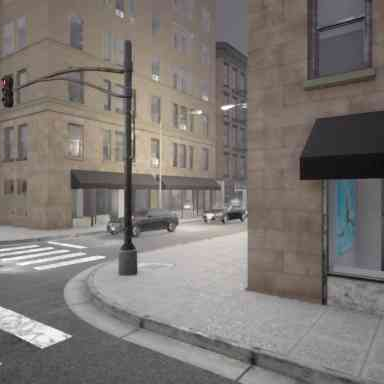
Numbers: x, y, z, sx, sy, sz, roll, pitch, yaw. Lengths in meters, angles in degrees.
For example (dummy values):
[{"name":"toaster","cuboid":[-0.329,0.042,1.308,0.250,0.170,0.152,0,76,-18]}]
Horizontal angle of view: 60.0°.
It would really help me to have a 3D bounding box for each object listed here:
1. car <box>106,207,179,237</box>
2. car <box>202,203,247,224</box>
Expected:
[{"name":"car","cuboid":[-2.626,1.620,18.841,1.812,1.442,4.674,0,0,37]},{"name":"car","cuboid":[2.681,1.640,26.311,2.128,1.511,4.902,0,0,35]}]
